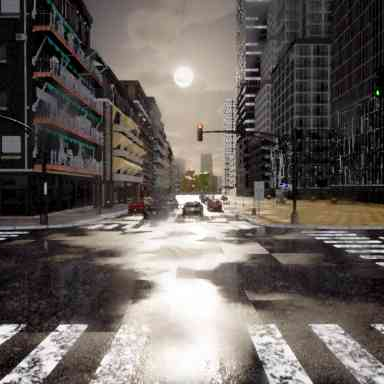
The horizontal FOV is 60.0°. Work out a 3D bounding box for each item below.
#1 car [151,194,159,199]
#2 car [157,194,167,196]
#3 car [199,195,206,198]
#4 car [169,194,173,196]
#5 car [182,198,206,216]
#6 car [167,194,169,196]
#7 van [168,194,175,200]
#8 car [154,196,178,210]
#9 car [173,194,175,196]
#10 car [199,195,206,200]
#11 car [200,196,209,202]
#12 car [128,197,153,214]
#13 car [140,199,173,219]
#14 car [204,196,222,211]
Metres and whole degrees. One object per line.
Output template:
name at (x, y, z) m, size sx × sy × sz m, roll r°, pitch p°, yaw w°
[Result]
car at (-5.620, 1.435, 40.981) m, size 1.967 × 1.590 × 4.097 m, roll -1°, pitch 0°, yaw 0°
car at (-5.599, 1.312, 52.279) m, size 2.192 × 1.841 × 5.009 m, roll -1°, pitch 0°, yaw 0°
car at (2.775, 1.550, 63.617) m, size 2.008 × 1.369 × 4.403 m, roll -1°, pitch 0°, yaw 0°
car at (-5.561, 1.583, 69.226) m, size 1.802 × 1.307 × 4.206 m, roll -1°, pitch 0°, yaw 0°
car at (0.088, 1.559, 32.934) m, size 1.994 × 1.385 × 4.181 m, roll 0°, pitch 0°, yaw 1°
car at (-5.586, 1.438, 57.927) m, size 1.967 × 1.590 × 4.097 m, roll -1°, pitch 0°, yaw 0°
van at (-5.518, 1.350, 91.820) m, size 1.690 × 1.788 × 3.998 m, roll -1°, pitch 0°, yaw 0°
car at (-3.017, 1.500, 39.015) m, size 1.837 × 1.490 × 4.892 m, roll 0°, pitch 0°, yaw 0°
car at (-5.530, 1.321, 86.173) m, size 2.192 × 1.841 × 5.009 m, roll -1°, pitch 0°, yaw 0°
car at (2.832, 1.534, 92.033) m, size 1.752 × 1.417 × 4.829 m, roll -1°, pitch 0°, yaw 0°
car at (2.798, 1.547, 74.915) m, size 1.887 × 1.381 × 4.507 m, roll -1°, pitch 0°, yaw 0°
car at (-5.630, 1.540, 35.332) m, size 1.887 × 1.381 × 4.507 m, roll -1°, pitch 0°, yaw 0°
car at (-3.041, 1.560, 29.105) m, size 1.994 × 1.385 × 4.181 m, roll 0°, pitch 0°, yaw 0°
car at (2.728, 1.540, 41.021) m, size 1.887 × 1.381 × 4.507 m, roll -1°, pitch 0°, yaw 0°
